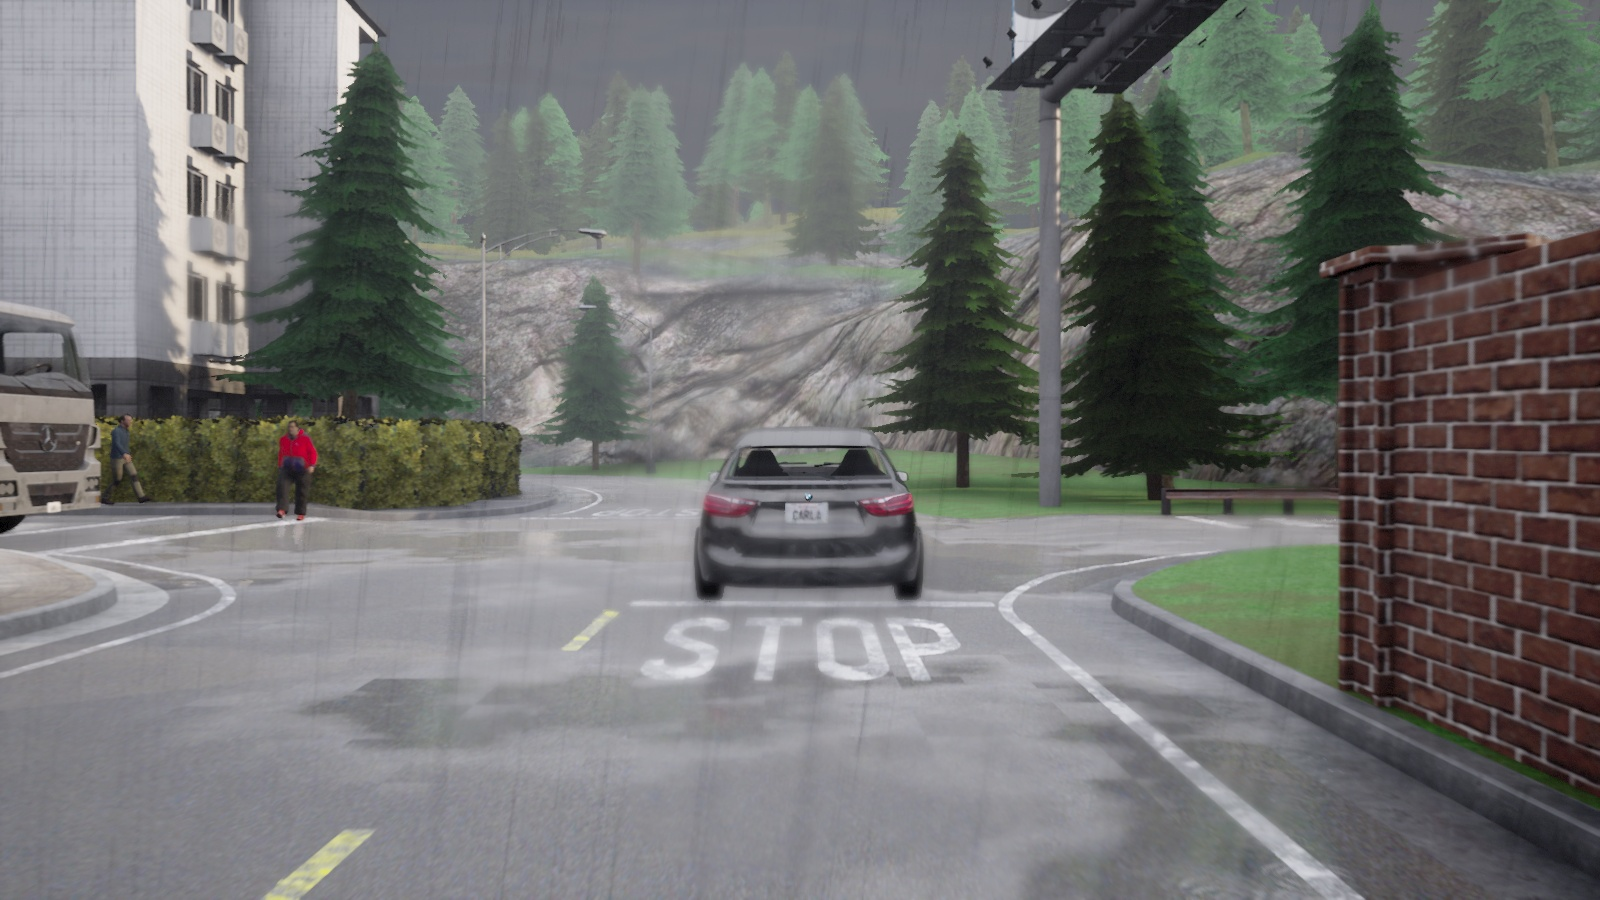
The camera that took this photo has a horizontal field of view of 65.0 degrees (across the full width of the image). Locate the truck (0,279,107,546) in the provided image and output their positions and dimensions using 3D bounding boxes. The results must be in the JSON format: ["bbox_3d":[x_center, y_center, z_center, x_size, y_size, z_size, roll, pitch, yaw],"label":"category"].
[{"bbox_3d":[-14.332,-0.493,17.323,7.936,3.462,2.891,0,0,-1],"label":"truck"}]

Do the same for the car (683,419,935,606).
[{"bbox_3d":[0.092,0.509,13.508,2.242,1.667,4.611,0,1,0],"label":"car"}]

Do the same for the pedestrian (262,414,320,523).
[{"bbox_3d":[-8.804,0.312,21.749,0.634,1.844,0.899,0,0,1],"label":"pedestrian"}]

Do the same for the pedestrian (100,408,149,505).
[{"bbox_3d":[-13.015,0.119,24.202,0.726,1.842,0.402,0,0,6],"label":"pedestrian"}]
